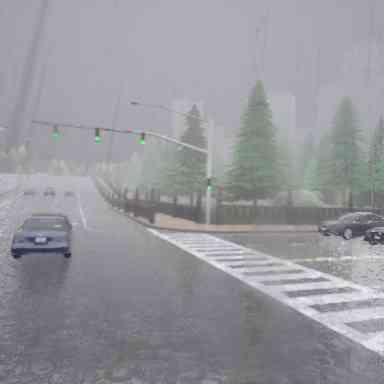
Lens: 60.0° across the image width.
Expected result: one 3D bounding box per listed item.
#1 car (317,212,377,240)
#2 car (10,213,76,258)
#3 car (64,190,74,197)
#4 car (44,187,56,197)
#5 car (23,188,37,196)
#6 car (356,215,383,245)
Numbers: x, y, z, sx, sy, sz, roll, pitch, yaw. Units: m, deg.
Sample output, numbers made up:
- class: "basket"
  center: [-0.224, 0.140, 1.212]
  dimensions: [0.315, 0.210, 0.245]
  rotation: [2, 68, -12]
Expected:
- class: "car"
  center: [9.782, 1.978, 19.789]
  dimensions: [4.892, 1.490, 1.837]
  rotation: [2, -1, -19]
- class: "car"
  center: [-5.435, 1.498, 12.511]
  dimensions: [2.033, 1.411, 5.357]
  rotation: [2, -1, -19]
- class: "car"
  center: [-24.322, 0.165, 65.957]
  dimensions: [1.895, 1.301, 4.718]
  rotation: [2, 6, -20]
- class: "car"
  center: [-27.611, -0.183, 64.787]
  dimensions: [2.097, 1.767, 4.553]
  rotation: [2, 6, -20]
- class: "car"
  center: [-30.933, -0.058, 63.667]
  dimensions: [1.895, 1.301, 4.718]
  rotation: [2, 6, -20]
- class: "car"
  center: [10.653, 2.032, 16.385]
  dimensions: [4.181, 1.385, 1.994]
  rotation: [2, -1, -19]
